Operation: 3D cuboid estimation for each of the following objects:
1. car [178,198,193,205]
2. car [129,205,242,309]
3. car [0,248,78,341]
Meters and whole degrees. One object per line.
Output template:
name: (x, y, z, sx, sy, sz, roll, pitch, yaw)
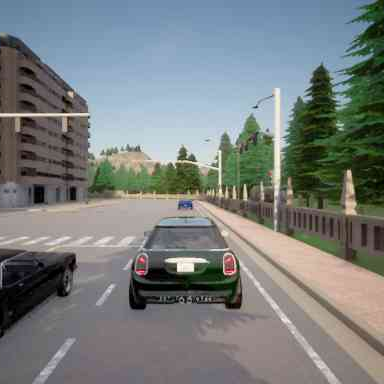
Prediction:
car: (-0.876, 1.511, 44.094, 1.882, 1.535, 5.008, 0, 0, -1)
car: (-0.131, 1.358, 8.019, 2.097, 1.767, 4.553, 0, 0, 0)
car: (-3.546, 1.605, 5.646, 1.895, 1.301, 4.718, 0, 0, -1)
